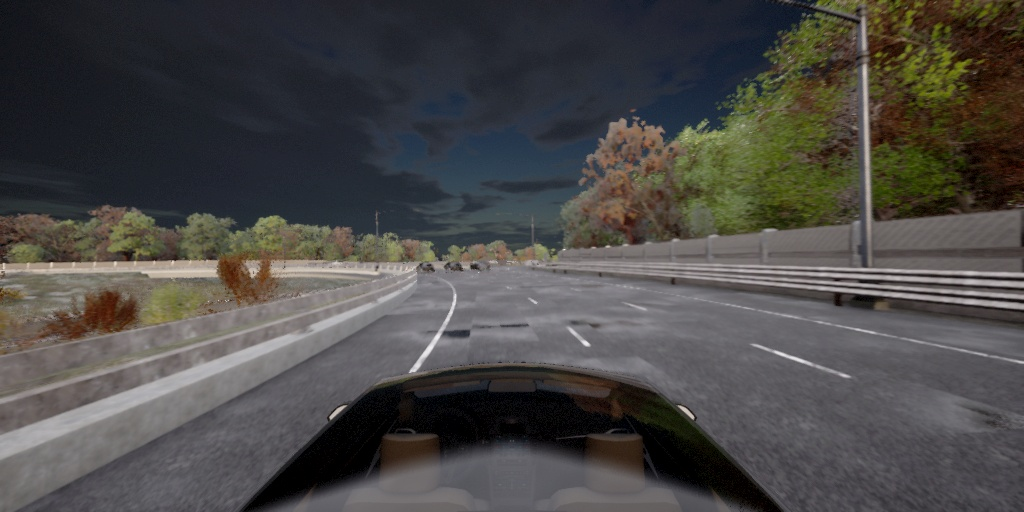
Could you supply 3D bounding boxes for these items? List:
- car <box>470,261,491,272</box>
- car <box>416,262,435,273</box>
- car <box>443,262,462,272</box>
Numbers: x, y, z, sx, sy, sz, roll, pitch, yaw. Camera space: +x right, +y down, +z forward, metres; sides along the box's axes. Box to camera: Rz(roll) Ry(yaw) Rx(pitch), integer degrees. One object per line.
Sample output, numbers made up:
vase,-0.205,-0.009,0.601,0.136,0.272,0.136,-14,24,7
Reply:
car,-4.776,1.496,52.924,2.128,1.511,4.902,-1,0,-26
car,-12.992,1.683,53.589,1.837,1.490,4.892,-1,0,-28
car,-8.861,1.594,53.255,1.837,1.490,4.892,0,0,-28
